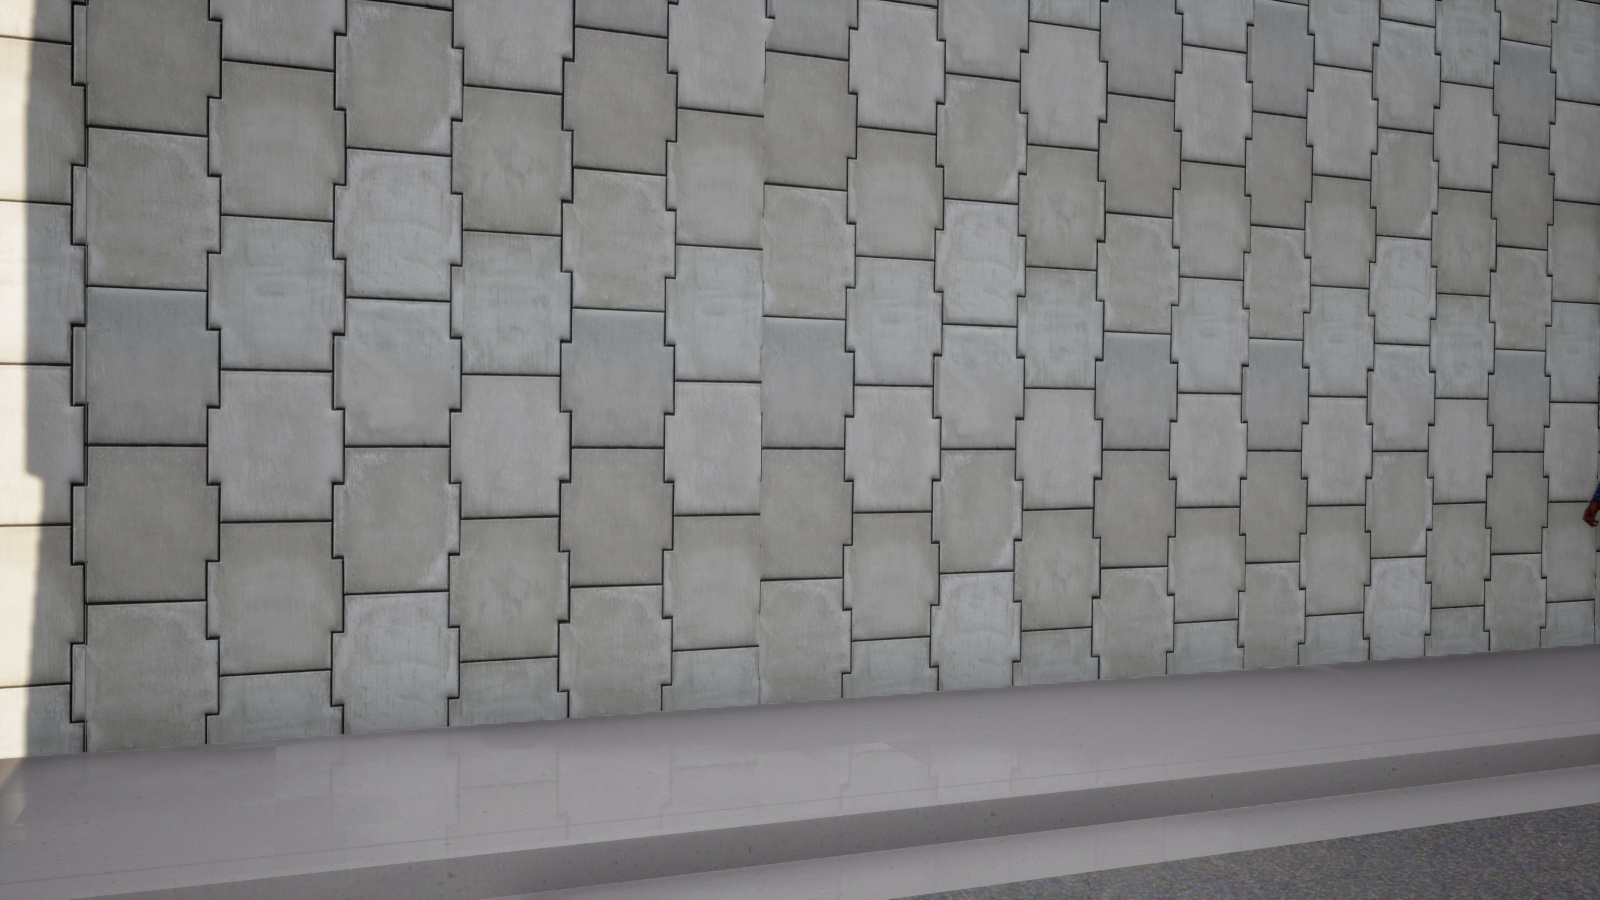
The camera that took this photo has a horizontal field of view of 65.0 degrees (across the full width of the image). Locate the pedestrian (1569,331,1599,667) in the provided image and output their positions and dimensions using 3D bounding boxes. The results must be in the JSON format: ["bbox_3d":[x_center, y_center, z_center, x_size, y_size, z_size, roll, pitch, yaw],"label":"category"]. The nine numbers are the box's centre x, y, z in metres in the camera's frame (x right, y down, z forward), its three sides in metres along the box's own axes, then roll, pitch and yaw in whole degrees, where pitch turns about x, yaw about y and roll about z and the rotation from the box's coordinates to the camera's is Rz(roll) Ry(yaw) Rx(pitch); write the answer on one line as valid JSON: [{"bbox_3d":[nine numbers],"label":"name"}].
[{"bbox_3d":[5.018,0.279,7.350,0.788,1.949,0.423,-1,1,-8],"label":"pedestrian"}]
